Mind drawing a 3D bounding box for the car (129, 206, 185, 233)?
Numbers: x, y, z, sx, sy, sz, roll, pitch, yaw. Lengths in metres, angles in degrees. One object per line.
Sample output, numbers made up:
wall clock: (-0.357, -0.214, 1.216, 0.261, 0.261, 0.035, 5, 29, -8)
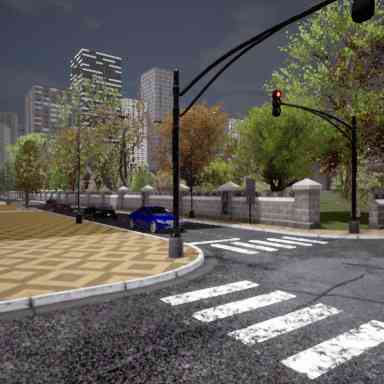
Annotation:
car: (-2.262, 1.568, 20.030, 1.812, 1.442, 4.674, 0, 0, -34)

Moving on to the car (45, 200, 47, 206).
car: (-24.196, 1.672, 58.003, 2.128, 1.511, 4.902, 0, 0, -34)

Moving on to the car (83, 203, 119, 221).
car: (-7.753, 1.635, 28.103, 1.994, 1.385, 4.181, 0, 0, -34)

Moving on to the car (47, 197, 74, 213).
car: (-15.362, 1.673, 39.332, 1.994, 1.385, 4.181, 0, 0, -34)
